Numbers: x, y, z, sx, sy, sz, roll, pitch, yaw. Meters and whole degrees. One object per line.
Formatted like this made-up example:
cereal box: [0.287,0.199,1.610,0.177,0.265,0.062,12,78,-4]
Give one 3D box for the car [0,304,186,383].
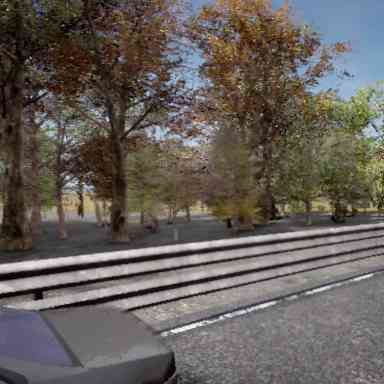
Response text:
car: [-2.556,1.548,1.859,5.357,1.411,2.033,0,0,-36]
